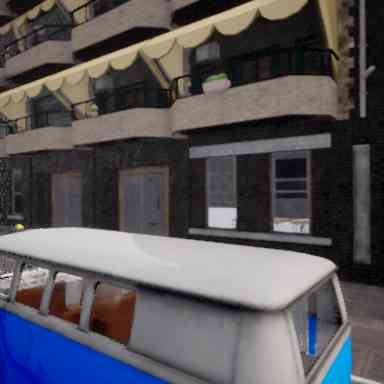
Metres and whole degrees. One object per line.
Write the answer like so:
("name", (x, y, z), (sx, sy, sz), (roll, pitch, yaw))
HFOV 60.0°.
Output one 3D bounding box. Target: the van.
("van", (-0.626, 1.326, 3.181), (3.998, 1.788, 1.690), (0, 0, 36))
